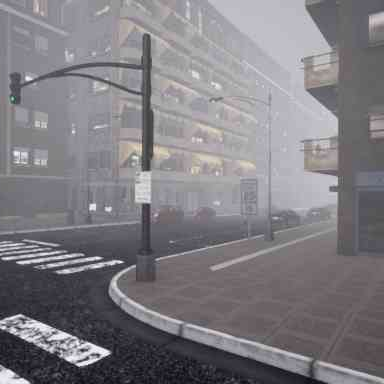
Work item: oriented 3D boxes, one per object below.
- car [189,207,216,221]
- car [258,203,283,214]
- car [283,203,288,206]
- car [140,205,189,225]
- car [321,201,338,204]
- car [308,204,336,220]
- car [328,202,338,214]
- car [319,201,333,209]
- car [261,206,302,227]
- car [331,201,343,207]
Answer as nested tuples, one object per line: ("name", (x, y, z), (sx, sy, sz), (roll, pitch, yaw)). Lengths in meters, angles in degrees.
("car", (0.829, 2.063, 32.220), (1.802, 1.307, 4.206), (-1, -1, 35))
("car", (10.541, 2.326, 46.201), (1.887, 1.381, 4.507), (-1, -1, 35))
("car", (13.682, 2.404, 50.722), (1.752, 1.417, 4.829), (-1, -1, 35))
("car", (-2.409, 1.821, 27.563), (1.967, 1.590, 4.097), (-1, -1, 35))
("car", (22.519, 2.564, 53.328), (1.812, 1.442, 4.674), (0, -1, 35))
("car", (14.131, 2.295, 36.796), (1.947, 1.339, 4.313), (-1, -2, 35))
("car", (20.704, 2.458, 46.257), (1.752, 1.417, 4.829), (-1, -2, 35))
("car", (29.934, 2.821, 74.187), (1.967, 1.590, 4.097), (-1, -1, 35))
("car", (7.655, 2.095, 27.476), (1.947, 1.339, 4.313), (-1, -2, 35))
("car", (36.416, 3.021, 83.502), (1.967, 1.590, 4.097), (-1, -1, 35))
